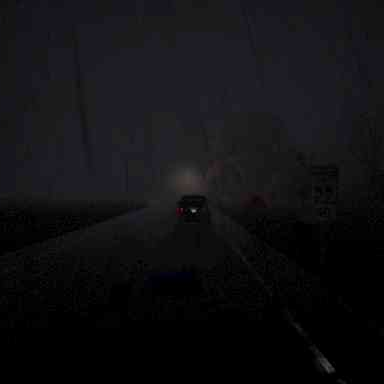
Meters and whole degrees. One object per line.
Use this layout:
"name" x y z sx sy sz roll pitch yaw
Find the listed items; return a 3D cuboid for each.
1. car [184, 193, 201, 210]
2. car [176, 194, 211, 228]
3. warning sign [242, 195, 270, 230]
"car" 0.058 1.215 44.071 2.150 2.045 5.566 0 0 1
"car" 0.102 1.218 22.408 2.150 2.045 5.566 0 0 0
"warning sign" 3.563 1.114 18.583 1.300 1.860 1.060 1 1 0
